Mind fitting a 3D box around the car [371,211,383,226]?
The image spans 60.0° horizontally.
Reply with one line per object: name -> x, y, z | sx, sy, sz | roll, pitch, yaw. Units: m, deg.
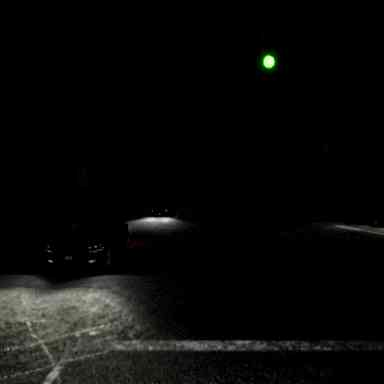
car -> 15.683, 1.663, 24.440 | 4.553, 1.767, 2.097 | 0, -1, -3

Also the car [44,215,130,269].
car -> -3.484, 1.628, 11.911 | 1.882, 1.535, 5.008 | 0, -1, 0

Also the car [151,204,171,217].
car -> -3.452, 2.072, 37.429 | 1.895, 1.301, 4.718 | 0, -1, 0
